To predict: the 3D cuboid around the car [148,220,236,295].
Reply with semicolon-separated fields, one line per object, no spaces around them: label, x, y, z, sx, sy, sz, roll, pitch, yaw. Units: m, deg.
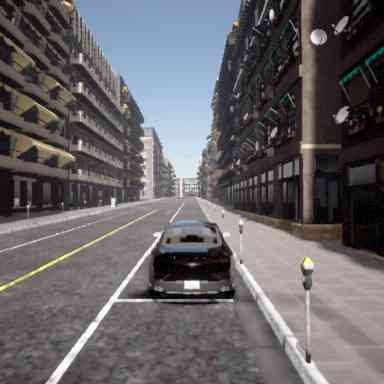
car;0.000;1.497;8.653;1.837;1.490;4.892;0;0;0
